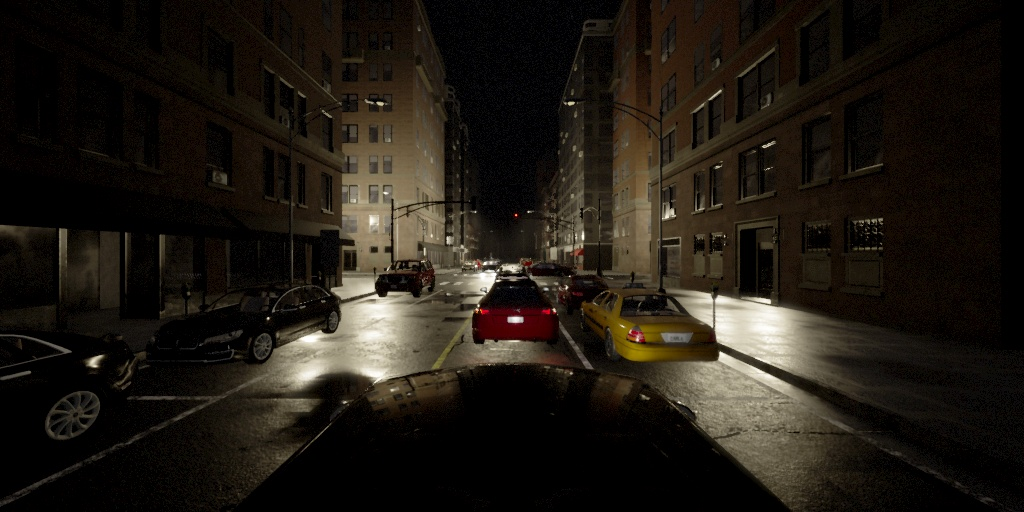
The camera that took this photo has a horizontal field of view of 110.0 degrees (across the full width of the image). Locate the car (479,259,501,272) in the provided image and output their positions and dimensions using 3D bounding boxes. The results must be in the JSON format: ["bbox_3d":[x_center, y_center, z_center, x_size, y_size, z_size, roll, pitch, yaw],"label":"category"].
[{"bbox_3d":[-2.762,1.344,45.347,1.895,1.301,4.718,0,0,0],"label":"car"}]

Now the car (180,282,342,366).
[{"bbox_3d":[-5.377,1.300,7.914,2.007,1.370,4.403,0,0,0],"label":"car"}]

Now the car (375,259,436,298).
[{"bbox_3d":[-5.355,1.062,18.739,2.192,1.841,5.009,0,0,0],"label":"car"}]

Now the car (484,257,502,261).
[{"bbox_3d":[-2.734,1.231,54.916,2.128,1.511,4.902,0,0,0],"label":"car"}]

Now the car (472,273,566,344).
[{"bbox_3d":[0.082,1.313,9.571,1.994,1.385,4.181,0,0,0],"label":"car"}]

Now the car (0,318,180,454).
[{"bbox_3d":[-5.388,1.300,2.501,2.007,1.370,4.403,0,0,0],"label":"car"}]

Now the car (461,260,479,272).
[{"bbox_3d":[-5.301,1.293,45.203,2.007,1.370,4.403,0,0,0],"label":"car"}]

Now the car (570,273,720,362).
[{"bbox_3d":[2.648,1.275,8.059,1.751,1.417,4.829,0,0,0],"label":"car"}]

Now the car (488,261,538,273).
[{"bbox_3d":[0.035,1.239,19.440,2.128,1.511,4.902,0,0,0],"label":"car"}]

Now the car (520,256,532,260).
[{"bbox_3d":[2.757,1.176,61.541,1.967,1.591,4.097,0,0,0],"label":"car"}]

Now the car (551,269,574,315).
[{"bbox_3d":[2.659,1.330,13.301,1.802,1.307,4.207,0,0,0],"label":"car"}]

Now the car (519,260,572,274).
[{"bbox_3d":[2.986,1.315,33.297,5.357,1.411,2.033,0,0,0],"label":"car"}]
